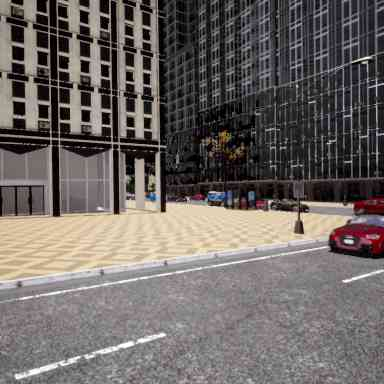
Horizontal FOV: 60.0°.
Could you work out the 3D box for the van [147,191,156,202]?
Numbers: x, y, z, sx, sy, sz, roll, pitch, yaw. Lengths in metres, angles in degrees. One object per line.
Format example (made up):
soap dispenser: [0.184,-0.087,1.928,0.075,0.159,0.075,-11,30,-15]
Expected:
van: [-5.846,0.937,58.369,1.690,1.788,3.998,0,1,-35]

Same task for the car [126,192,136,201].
car: [-12.301,1.040,67.728,2.008,1.369,4.403,0,1,-35]

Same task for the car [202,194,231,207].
car: [3.792,1.320,44.308,1.947,1.339,4.313,0,1,-35]

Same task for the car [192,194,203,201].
car: [1.052,1.043,63.129,1.802,1.307,4.206,0,1,-35]

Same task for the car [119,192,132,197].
car: [-18.313,0.689,91.198,2.008,1.369,4.403,0,1,-35]

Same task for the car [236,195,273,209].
car: [7.977,1.249,42.886,1.837,1.490,4.892,-1,1,-34]

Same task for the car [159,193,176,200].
car: [-5.403,0.936,72.486,1.802,1.307,4.206,0,1,-35]

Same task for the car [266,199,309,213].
car: [10.185,1.424,34.907,1.947,1.339,4.313,0,1,-35]

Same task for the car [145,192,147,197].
car: [-8.631,0.615,77.161,2.192,1.841,5.009,0,1,-35]

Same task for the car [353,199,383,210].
car: [16.884,1.373,29.392,1.882,1.535,5.008,-1,1,-30]

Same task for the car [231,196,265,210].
car: [6.971,1.388,39.597,1.802,1.307,4.206,0,1,-35]

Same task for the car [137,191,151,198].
car: [-11.859,0.686,81.840,1.967,1.590,4.097,0,1,-35]

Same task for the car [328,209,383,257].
car: [7.113,1.557,12.834,4.181,1.385,1.994,0,0,-36]

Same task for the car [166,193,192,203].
car: [-2.542,1.079,58.222,1.837,1.490,4.892,-1,1,-34]

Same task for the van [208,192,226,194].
van: [4.279,0.855,58.448,1.690,1.788,3.998,0,1,-35]
